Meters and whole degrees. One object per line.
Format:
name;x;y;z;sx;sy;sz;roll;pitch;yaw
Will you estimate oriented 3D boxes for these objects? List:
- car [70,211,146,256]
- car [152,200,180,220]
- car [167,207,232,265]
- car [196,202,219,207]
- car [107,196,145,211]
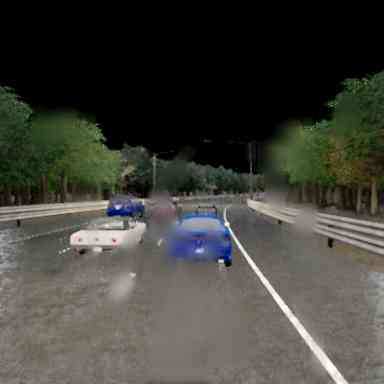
car;-3.114;1.662;13.465;1.895;1.301;4.718;0;0;2
car;-2.177;1.511;29.790;2.097;1.767;4.553;0;0;4
car;0.337;1.534;11.901;1.882;1.535;5.008;0;0;2
car;1.342;1.656;29.917;2.128;1.511;4.902;0;0;4
car;-5.736;1.372;29.280;2.150;2.045;5.566;0;0;4
